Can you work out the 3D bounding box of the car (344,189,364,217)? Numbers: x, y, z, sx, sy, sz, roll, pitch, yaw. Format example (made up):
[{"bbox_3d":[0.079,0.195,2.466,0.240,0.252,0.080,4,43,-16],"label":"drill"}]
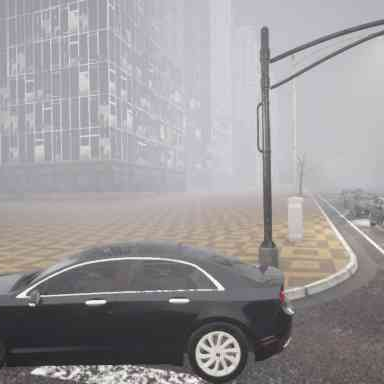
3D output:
[{"bbox_3d":[11.037,0.759,20.718,1.994,1.385,4.181,-1,2,17],"label":"car"}]

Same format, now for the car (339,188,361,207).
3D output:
[{"bbox_3d":[13.025,0.453,26.784,2.128,1.511,4.902,-1,2,18],"label":"car"}]

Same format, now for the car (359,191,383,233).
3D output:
[{"bbox_3d":[8.995,0.928,14.422,2.128,1.511,4.902,-1,2,18],"label":"car"}]

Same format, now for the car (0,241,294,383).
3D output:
[{"bbox_3d":[-1.085,1.505,4.775,4.892,1.490,1.837,0,0,0],"label":"car"}]
